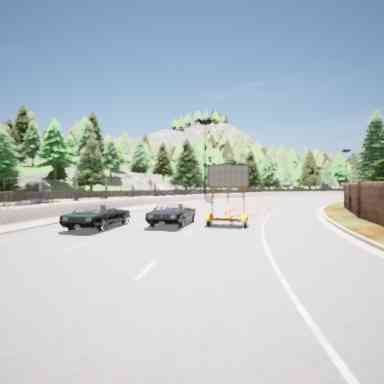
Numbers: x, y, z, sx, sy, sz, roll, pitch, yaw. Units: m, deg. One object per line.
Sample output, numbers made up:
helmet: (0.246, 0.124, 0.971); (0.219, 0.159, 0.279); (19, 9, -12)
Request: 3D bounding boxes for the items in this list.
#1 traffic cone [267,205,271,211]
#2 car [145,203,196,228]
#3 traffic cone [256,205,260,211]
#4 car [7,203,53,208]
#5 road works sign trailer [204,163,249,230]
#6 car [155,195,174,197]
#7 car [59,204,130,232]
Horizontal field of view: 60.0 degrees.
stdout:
traffic cone: (7.175, 1.459, 31.084); (0.340, 0.580, 0.340); (0, 1, 16)
car: (-1.066, 1.280, 19.367); (1.895, 1.301, 4.718); (0, 1, 13)
traffic cone: (6.215, 1.452, 31.362); (0.340, 0.580, 0.340); (0, 1, 16)
car: (-11.090, 1.161, 23.148); (1.994, 1.385, 4.181); (0, 1, 14)
road works sign trailer: (2.100, 0.155, 18.998); (2.380, 3.560, 2.880); (0, 1, 16)
car: (-4.358, 0.656, 57.101); (1.895, 1.301, 4.718); (1, 1, 32)
car: (-4.967, 1.297, 17.809); (1.895, 1.301, 4.718); (0, 1, 11)
